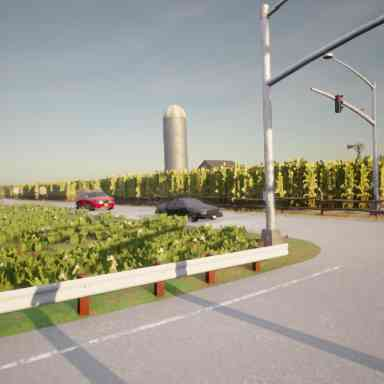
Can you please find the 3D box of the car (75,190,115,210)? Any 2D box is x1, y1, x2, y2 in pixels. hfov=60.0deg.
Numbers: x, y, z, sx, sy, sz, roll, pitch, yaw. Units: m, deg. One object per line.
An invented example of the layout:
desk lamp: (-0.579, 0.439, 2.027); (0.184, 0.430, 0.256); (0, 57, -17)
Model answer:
car: (-9.812, 0.857, 33.215); (2.150, 2.045, 5.566); (-3, 2, -40)

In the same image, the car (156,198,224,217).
car: (-0.378, 1.129, 22.093); (2.033, 1.411, 5.357); (-3, 2, -40)
